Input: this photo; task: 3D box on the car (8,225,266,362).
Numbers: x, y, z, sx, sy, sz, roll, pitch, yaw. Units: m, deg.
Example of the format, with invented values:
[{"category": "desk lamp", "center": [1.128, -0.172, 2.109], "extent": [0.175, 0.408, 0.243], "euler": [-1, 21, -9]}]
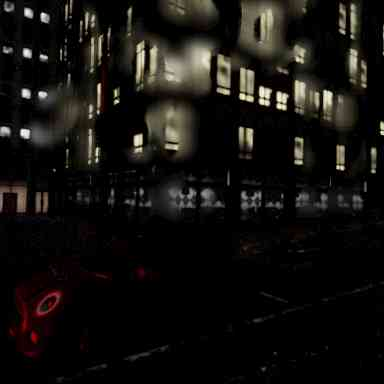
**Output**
[{"category": "car", "center": [-0.920, 1.457, 5.873], "extent": [4.097, 1.590, 1.967], "euler": [0, 1, -35]}]

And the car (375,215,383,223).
[{"category": "car", "center": [8.231, 1.409, 12.246], "extent": [5.009, 1.841, 2.192], "euler": [0, 1, -35]}]

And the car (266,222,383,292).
[{"category": "car", "center": [3.652, 1.637, 9.062], "extent": [4.206, 1.307, 1.802], "euler": [0, 1, -35]}]
